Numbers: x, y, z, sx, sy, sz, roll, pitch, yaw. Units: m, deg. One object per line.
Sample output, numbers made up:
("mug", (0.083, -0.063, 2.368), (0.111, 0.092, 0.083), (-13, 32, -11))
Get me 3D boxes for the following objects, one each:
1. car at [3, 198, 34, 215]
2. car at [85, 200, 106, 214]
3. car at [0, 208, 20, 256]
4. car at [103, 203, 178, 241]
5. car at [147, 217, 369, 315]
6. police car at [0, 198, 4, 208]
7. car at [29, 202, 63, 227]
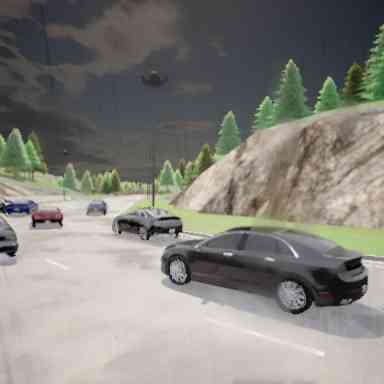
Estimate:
("car", (-16.607, 1.451, 33.010), (1.882, 1.535, 5.008), (0, 0, -11))
("car", (-9.977, 1.563, 35.253), (1.812, 1.442, 4.674), (0, 0, -11))
("car", (-7.766, 1.526, 12.309), (2.033, 1.411, 5.357), (1, 0, -37))
("car", (-2.374, 1.531, 16.926), (2.128, 1.511, 4.902), (0, 0, -37))
("car", (1.369, 1.546, 7.780), (4.892, 1.490, 1.837), (0, 0, 40))
("police car", (-20.887, 1.454, 36.657), (2.038, 1.542, 4.974), (1, 0, -9))
("car", (-10.053, 1.596, 23.046), (1.895, 1.301, 4.718), (1, 0, -25))
